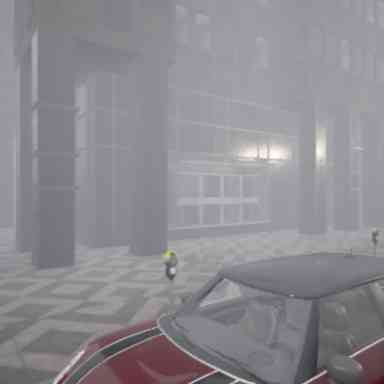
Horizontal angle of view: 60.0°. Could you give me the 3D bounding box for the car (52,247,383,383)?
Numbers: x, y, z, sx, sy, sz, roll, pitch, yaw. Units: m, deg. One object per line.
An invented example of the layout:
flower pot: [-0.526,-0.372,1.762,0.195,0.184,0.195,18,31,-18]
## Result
car: [0.772,1.433,3.077,4.097,1.590,1.967,0,0,-35]
